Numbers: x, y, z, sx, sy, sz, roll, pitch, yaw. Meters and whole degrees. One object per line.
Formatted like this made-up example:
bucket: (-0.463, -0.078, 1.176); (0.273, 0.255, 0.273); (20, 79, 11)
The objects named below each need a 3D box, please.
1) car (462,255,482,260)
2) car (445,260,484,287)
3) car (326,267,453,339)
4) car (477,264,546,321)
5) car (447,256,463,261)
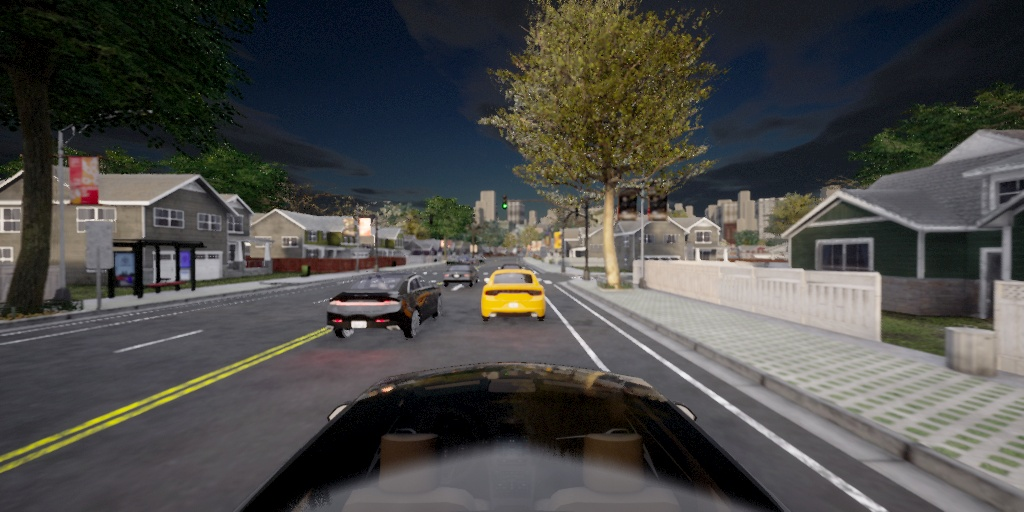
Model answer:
car: (-6.813, 1.041, 61.354); (1.994, 1.385, 4.181); (0, 0, 0)
car: (-3.265, 1.209, 23.653); (2.033, 1.411, 5.357); (0, 0, 0)
car: (-3.197, 1.209, 9.907); (2.128, 1.511, 4.902); (0, 0, 0)
car: (0.046, 1.186, 12.312); (1.882, 1.535, 5.008); (0, 0, 0)
car: (-10.054, 1.079, 61.113); (1.895, 1.301, 4.718); (0, 0, 0)
